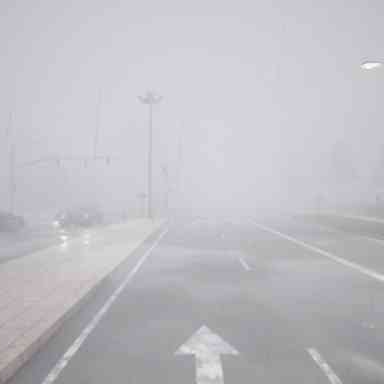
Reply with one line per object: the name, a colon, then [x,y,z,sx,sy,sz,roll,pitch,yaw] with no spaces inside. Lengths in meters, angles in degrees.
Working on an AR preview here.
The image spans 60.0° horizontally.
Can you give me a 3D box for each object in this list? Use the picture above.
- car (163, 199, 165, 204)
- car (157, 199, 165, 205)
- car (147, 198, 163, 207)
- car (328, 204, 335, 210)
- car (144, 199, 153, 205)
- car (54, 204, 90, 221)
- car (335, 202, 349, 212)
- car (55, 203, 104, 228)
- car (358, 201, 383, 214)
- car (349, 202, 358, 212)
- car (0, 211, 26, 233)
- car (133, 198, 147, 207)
car: [-8.314,2.636,82.016,1.994,1.385,4.181,0,-1,-1]
car: [-8.471,2.744,92.347,1.812,1.442,4.674,0,-1,-1]
car: [-8.179,2.445,73.180,1.882,1.535,5.008,0,-1,-1]
car: [23.871,2.261,52.636,4.181,1.385,1.994,0,-1,0]
car: [-11.970,2.742,92.253,1.812,1.442,4.674,0,-1,-1]
car: [-11.588,1.954,32.387,1.812,1.442,4.674,0,-1,0]
car: [24.167,2.177,49.143,4.674,1.442,1.812,0,-1,0]
car: [-8.099,1.682,24.884,2.097,1.767,4.553,0,-1,0]
car: [24.202,1.910,42.149,4.553,1.767,2.097,0,-1,0]
car: [24.751,2.206,45.646,4.718,1.301,1.895,0,-1,0]
car: [-11.558,1.799,18.969,2.033,1.411,5.357,0,-1,1]
car: [-11.675,2.515,72.877,1.994,1.385,4.181,0,-1,-1]
